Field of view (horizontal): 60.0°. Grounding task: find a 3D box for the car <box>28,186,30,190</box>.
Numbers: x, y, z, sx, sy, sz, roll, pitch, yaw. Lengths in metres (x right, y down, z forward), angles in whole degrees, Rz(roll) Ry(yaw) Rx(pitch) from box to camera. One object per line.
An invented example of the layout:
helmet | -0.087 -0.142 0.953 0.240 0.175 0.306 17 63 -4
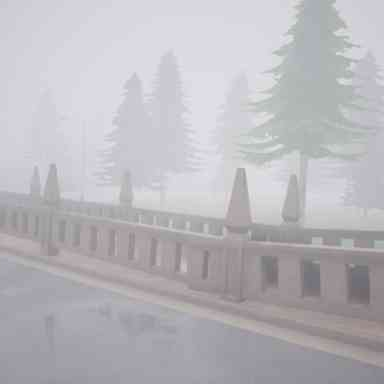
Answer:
car | -19.700 -0.638 45.206 1.812 1.442 4.674 4 2 37

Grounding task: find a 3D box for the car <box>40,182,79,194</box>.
car | -17.075 -0.479 42.885 1.882 1.535 5.008 4 2 37
